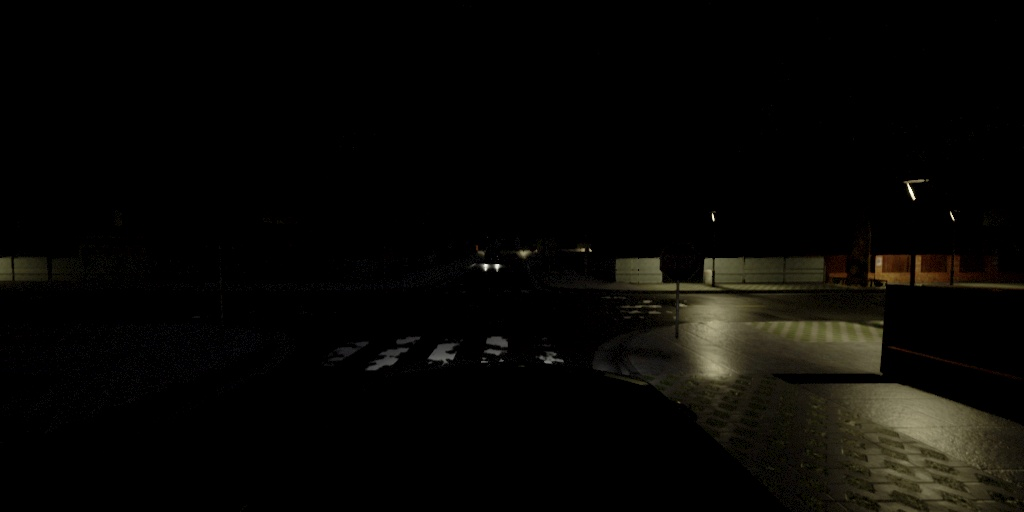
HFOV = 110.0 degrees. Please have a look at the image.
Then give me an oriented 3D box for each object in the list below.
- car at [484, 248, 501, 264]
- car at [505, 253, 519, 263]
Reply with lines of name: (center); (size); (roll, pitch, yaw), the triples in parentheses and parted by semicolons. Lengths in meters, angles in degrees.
car: (-2.794, -0.040, 51.219); (2.150, 2.045, 5.566); (0, 2, 0)
car: (-0.013, 0.280, 51.418); (2.033, 1.411, 5.357); (0, 2, 1)
